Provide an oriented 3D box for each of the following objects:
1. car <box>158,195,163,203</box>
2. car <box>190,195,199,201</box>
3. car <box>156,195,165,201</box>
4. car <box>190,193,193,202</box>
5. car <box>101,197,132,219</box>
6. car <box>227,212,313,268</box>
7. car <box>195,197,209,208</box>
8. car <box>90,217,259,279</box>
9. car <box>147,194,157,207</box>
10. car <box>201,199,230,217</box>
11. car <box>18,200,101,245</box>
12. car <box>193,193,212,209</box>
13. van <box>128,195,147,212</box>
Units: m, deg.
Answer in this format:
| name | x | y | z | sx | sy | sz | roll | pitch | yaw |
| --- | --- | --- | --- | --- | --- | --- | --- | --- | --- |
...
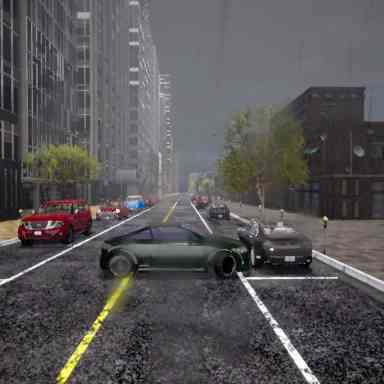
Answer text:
| name | x | y | z | sx | sy | sz | roll | pitch | yaw |
| --- | --- | --- | --- | --- | --- | --- | --- | --- | --- |
| car | -7.331 | 1.522 | 66.207 | 1.887 | 1.381 | 4.507 | -1 | 0 | -1 |
| car | 0.631 | 1.538 | 83.005 | 1.947 | 1.339 | 4.313 | -1 | 0 | -1 |
| car | -7.743 | 1.497 | 82.636 | 1.752 | 1.417 | 4.829 | -1 | 0 | -1 |
| car | 0.905 | 1.291 | 71.939 | 2.192 | 1.841 | 5.009 | -1 | 0 | -1 |
| car | -6.354 | 1.432 | 26.748 | 1.967 | 1.590 | 4.097 | -1 | 0 | -1 |
| car | 2.565 | 1.548 | 11.082 | 2.008 | 1.369 | 4.403 | -1 | 0 | -1 |
| car | 1.459 | 1.509 | 49.978 | 1.752 | 1.417 | 4.829 | -1 | 0 | -1 |
| car | -0.454 | 1.557 | 9.479 | 4.181 | 1.385 | 1.994 | 0 | 0 | -1 |
| car | -6.918 | 1.299 | 49.608 | 2.192 | 1.841 | 5.009 | -1 | 0 | -1 |
| car | 2.049 | 1.543 | 26.942 | 2.008 | 1.369 | 4.403 | -1 | 0 | -1 |
| car | -6.169 | 1.310 | 15.680 | 2.192 | 1.841 | 5.009 | -1 | 0 | -1 |
| car | 1.599 | 1.301 | 44.275 | 2.192 | 1.841 | 5.009 | -1 | 0 | -1 |
| van | -6.640 | 1.329 | 38.542 | 1.690 | 1.788 | 3.998 | -1 | 0 | -1 |
